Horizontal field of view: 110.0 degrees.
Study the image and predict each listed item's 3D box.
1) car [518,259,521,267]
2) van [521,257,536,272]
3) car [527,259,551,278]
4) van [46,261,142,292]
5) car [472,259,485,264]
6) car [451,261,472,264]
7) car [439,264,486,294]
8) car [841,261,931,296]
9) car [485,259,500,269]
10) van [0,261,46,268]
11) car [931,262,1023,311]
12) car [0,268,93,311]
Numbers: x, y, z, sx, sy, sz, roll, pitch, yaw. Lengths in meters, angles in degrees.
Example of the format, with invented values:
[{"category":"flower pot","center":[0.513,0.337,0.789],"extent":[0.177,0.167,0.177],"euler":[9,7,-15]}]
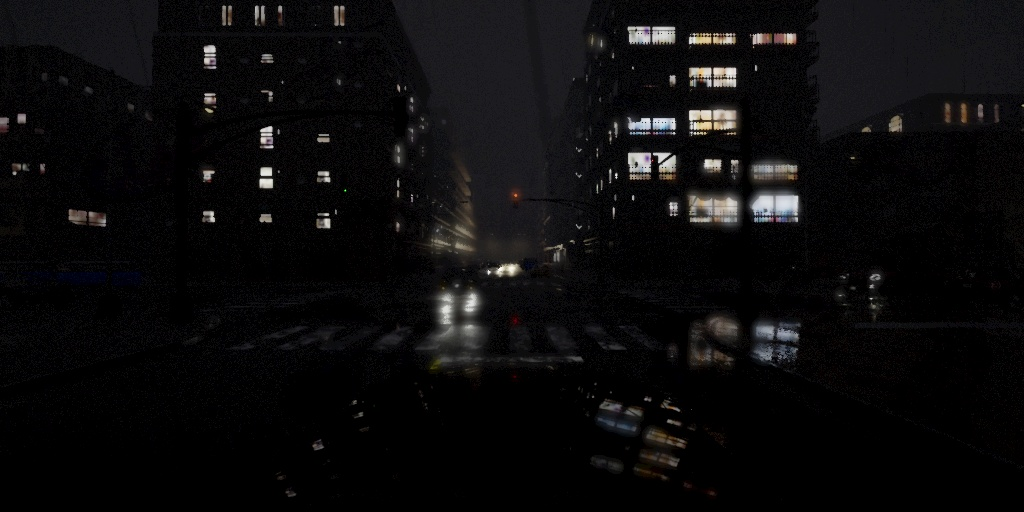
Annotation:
[{"category":"car","center":[2.436,1.095,53.041],"extent":[2.192,1.841,5.009],"euler":[0,0,0]},{"category":"van","center":[2.483,1.115,47.388],"extent":[1.690,1.789,3.998],"euler":[0,0,0]},{"category":"car","center":[2.615,1.287,33.555],"extent":[1.751,1.417,4.829],"euler":[0,0,0]},{"category":"van","center":[-24.858,1.189,21.580],"extent":[3.998,1.789,1.690],"euler":[0,0,1]},{"category":"car","center":[-5.444,1.362,52.963],"extent":[1.802,1.307,4.207],"euler":[0,0,0]},{"category":"car","center":[-5.531,1.314,35.990],"extent":[2.007,1.370,4.403],"euler":[0,0,0]},{"category":"car","center":[-2.796,1.320,20.224],"extent":[1.994,1.385,4.181],"euler":[0,0,0]},{"category":"car","center":[19.923,1.079,18.542],"extent":[4.553,1.767,2.097],"euler":[0,-1,1]},{"category":"car","center":[-2.891,1.338,57.331],"extent":[1.895,1.301,4.718],"euler":[0,0,0]},{"category":"van","center":[-30.452,1.199,21.653],"extent":[3.998,1.789,1.690],"euler":[0,0,1]},{"category":"car","center":[18.660,1.102,13.132],"extent":[4.097,1.591,1.967],"euler":[0,0,1]},{"category":"car","center":[-19.367,1.289,13.628],"extent":[4.403,1.370,2.007],"euler":[0,0,1]}]
